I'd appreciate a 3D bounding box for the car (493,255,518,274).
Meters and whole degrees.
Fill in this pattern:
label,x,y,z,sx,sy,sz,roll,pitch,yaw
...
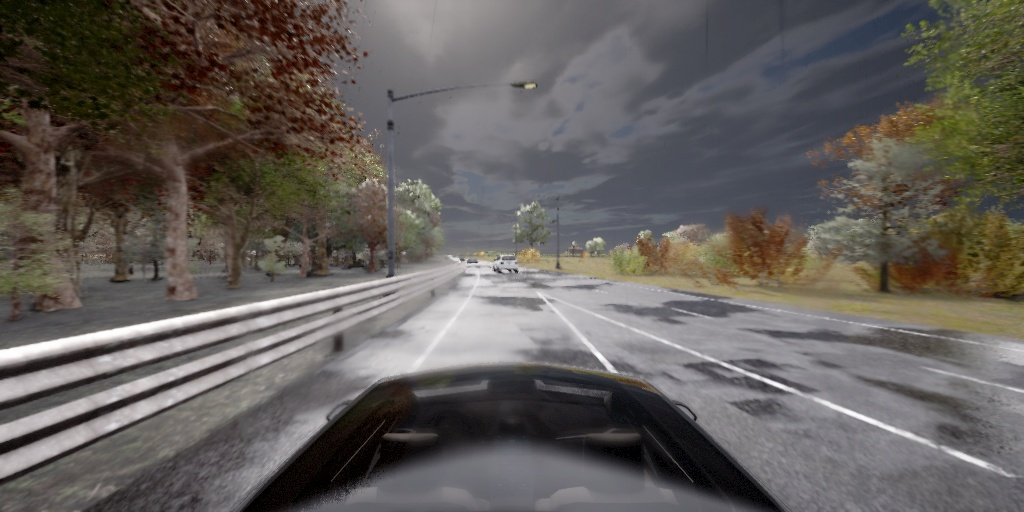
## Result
label,x,y,z,sx,sy,sz,roll,pitch,yaw
car,-0.767,0.903,40.516,2.150,2.045,5.566,0,0,-11
